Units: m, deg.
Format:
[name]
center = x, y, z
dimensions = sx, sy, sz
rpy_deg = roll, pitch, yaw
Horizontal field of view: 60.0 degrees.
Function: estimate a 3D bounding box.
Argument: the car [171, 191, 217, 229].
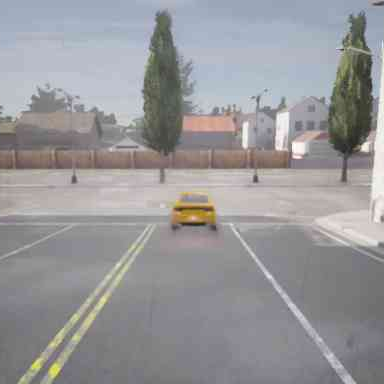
[car]
center = 0.138, 0.681, 15.603
dimensions = 1.882, 1.535, 5.008
rpy_deg = 0, 5, 2
